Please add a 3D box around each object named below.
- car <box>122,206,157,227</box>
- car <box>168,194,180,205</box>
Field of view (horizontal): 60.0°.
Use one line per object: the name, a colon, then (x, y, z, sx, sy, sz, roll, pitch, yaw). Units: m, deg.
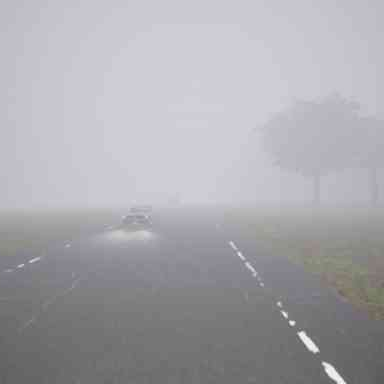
car: (-3.605, 1.646, 23.355, 1.895, 1.301, 4.718, 0, 0, 0)
car: (-3.525, 1.386, 65.164, 2.150, 2.045, 5.566, 0, 0, 0)
